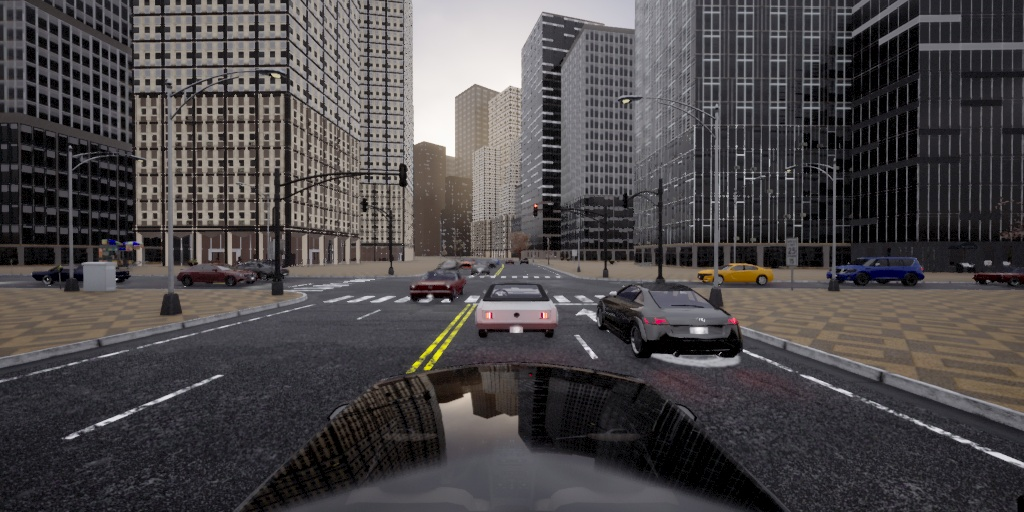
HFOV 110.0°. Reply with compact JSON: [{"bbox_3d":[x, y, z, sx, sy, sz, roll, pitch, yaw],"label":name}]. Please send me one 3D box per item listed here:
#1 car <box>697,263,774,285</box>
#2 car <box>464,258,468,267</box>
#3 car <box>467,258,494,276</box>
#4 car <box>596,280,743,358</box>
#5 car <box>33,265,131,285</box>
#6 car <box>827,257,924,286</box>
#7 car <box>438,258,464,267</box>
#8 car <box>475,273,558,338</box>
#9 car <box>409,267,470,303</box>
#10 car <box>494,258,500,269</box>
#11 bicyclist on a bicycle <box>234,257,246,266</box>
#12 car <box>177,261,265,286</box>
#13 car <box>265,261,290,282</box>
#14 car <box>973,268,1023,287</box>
[{"bbox_3d":[16.316,1.288,26.345,5.008,1.535,1.882,0,0,1],"label":"car"},{"bbox_3d":[-6.586,1.055,53.485,2.097,1.767,4.553,0,0,0],"label":"car"},{"bbox_3d":[-3.223,1.221,37.603,2.128,1.511,4.902,0,0,-2],"label":"car"},{"bbox_3d":[3.356,1.313,8.469,1.994,1.385,4.181,0,0,0],"label":"car"},{"bbox_3d":[-28.644,1.229,24.000,4.718,1.301,1.895,0,0,1],"label":"car"},{"bbox_3d":[26.379,1.078,26.127,5.566,2.045,2.150,0,0,2],"label":"car"},{"bbox_3d":[-6.590,1.207,37.998,1.882,1.535,5.008,0,0,0],"label":"car"},{"bbox_3d":[0.101,1.349,10.182,1.895,1.301,4.718,0,0,0],"label":"car"},{"bbox_3d":[-3.344,1.350,16.882,1.895,1.301,4.718,0,0,0],"label":"car"},{"bbox_3d":[-3.336,1.301,55.134,1.895,1.301,4.718,0,0,0],"label":"car"},{"bbox_3d":[-24.699,0.875,32.632,0.582,1.620,1.656,0,1,1],"label":"bicyclist on a bicycle"},{"bbox_3d":[-19.480,1.197,23.767,4.674,1.442,1.812,0,0,1],"label":"car"},{"bbox_3d":[-19.348,1.138,26.857,4.902,1.511,2.128,0,1,2],"label":"car"},{"bbox_3d":[36.699,1.504,25.901,4.718,1.301,1.895,0,0,1],"label":"car"}]
